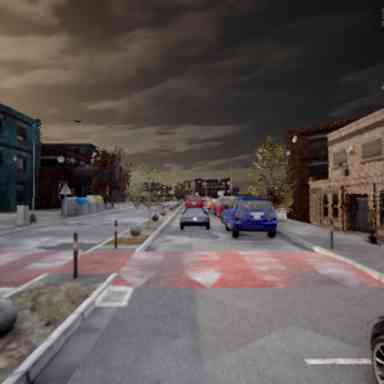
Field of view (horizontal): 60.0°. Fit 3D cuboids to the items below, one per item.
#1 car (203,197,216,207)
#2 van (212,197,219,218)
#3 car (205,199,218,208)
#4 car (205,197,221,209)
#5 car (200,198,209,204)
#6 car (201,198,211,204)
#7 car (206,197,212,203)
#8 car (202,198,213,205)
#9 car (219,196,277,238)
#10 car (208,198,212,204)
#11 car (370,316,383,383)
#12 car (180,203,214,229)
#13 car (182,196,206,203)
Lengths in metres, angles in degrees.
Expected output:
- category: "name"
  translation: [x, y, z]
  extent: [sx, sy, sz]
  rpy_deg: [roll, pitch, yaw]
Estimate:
- category: "car"
  translation: [3.269, 1.800, 62.562]
  extent: [2.185, 1.767, 4.553]
  rpy_deg: [0, -1, 0]
- category: "van"
  translation: [3.121, 1.392, 29.460]
  extent: [1.878, 1.987, 4.442]
  rpy_deg: [0, 0, 0]
- category: "car"
  translation: [3.246, 1.908, 57.067]
  extent: [2.002, 1.452, 4.674]
  rpy_deg: [0, -1, 0]
- category: "car"
  translation: [3.219, 1.683, 51.393]
  extent: [2.185, 1.767, 4.553]
  rpy_deg: [0, -1, 0]
- category: "car"
  translation: [3.248, 2.247, 84.567]
  extent: [2.002, 1.452, 4.674]
  rpy_deg: [0, -1, -1]
- category: "car"
  translation: [3.336, 2.116, 79.021]
  extent: [2.231, 1.521, 4.892]
  rpy_deg: [0, -1, 0]
- category: "car"
  translation: [3.195, 1.629, 45.873]
  extent: [2.185, 1.767, 4.553]
  rpy_deg: [0, -1, 0]
- category: "car"
  translation: [3.319, 2.044, 73.501]
  extent: [2.231, 1.521, 4.892]
  rpy_deg: [0, -1, 0]
- category: "car"
  translation: [3.071, 1.301, 18.329]
  extent: [2.435, 2.045, 5.566]
  rpy_deg: [0, 0, 0]
- category: "car"
  translation: [3.147, 1.659, 34.855]
  extent: [2.231, 1.521, 4.892]
  rpy_deg: [0, 0, 0]
- category: "car"
  translation: [2.999, 1.507, 1.888]
  extent: [2.163, 1.488, 4.792]
  rpy_deg: [0, 0, 0]
- category: "car"
  translation: [0.195, 1.677, 22.798]
  extent: [1.994, 1.385, 4.181]
  rpy_deg: [0, 0, 0]
- category: "car"
  translation: [0.274, 1.464, 40.538]
  extent: [2.150, 2.045, 5.566]
  rpy_deg: [0, 0, 0]
